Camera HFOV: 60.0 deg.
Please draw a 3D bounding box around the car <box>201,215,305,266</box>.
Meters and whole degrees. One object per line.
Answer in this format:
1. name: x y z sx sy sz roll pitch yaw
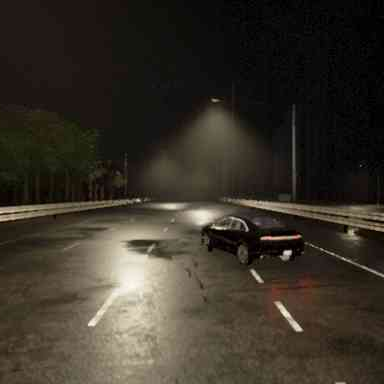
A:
1. car: 1.913 1.578 12.020 2.128 1.511 4.902 0 0 -22
